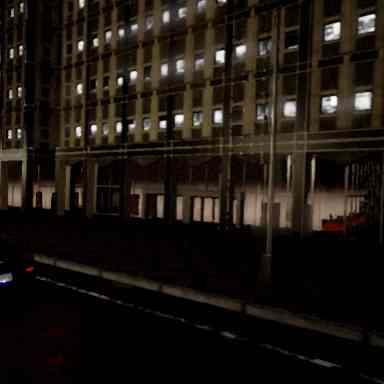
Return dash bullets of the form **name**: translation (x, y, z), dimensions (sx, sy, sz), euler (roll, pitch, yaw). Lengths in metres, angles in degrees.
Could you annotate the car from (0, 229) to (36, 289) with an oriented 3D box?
- **car**: translation (-5.343, 1.397, 7.495), dimensions (4.674, 1.442, 1.812), euler (1, 1, 36)
